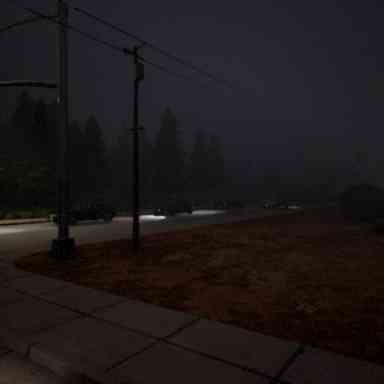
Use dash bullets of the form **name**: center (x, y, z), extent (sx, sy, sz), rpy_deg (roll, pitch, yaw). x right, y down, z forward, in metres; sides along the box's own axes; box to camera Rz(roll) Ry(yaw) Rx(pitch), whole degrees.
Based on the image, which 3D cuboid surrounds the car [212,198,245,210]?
- **car**: center (4.355, 1.392, 38.940), extent (1.895, 1.301, 4.718), rpy_deg (0, 0, 37)

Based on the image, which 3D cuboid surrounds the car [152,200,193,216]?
- **car**: center (-1.717, 1.416, 30.765), extent (1.994, 1.385, 4.181), rpy_deg (0, 0, 37)

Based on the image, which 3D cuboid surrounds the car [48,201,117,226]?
- **car**: center (-7.452, 1.402, 23.027), extent (2.128, 1.511, 4.902), rpy_deg (0, 0, 37)

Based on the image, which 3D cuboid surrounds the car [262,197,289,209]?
- **car**: center (10.064, 1.296, 40.423), extent (1.812, 1.442, 4.674), rpy_deg (0, 0, 38)
